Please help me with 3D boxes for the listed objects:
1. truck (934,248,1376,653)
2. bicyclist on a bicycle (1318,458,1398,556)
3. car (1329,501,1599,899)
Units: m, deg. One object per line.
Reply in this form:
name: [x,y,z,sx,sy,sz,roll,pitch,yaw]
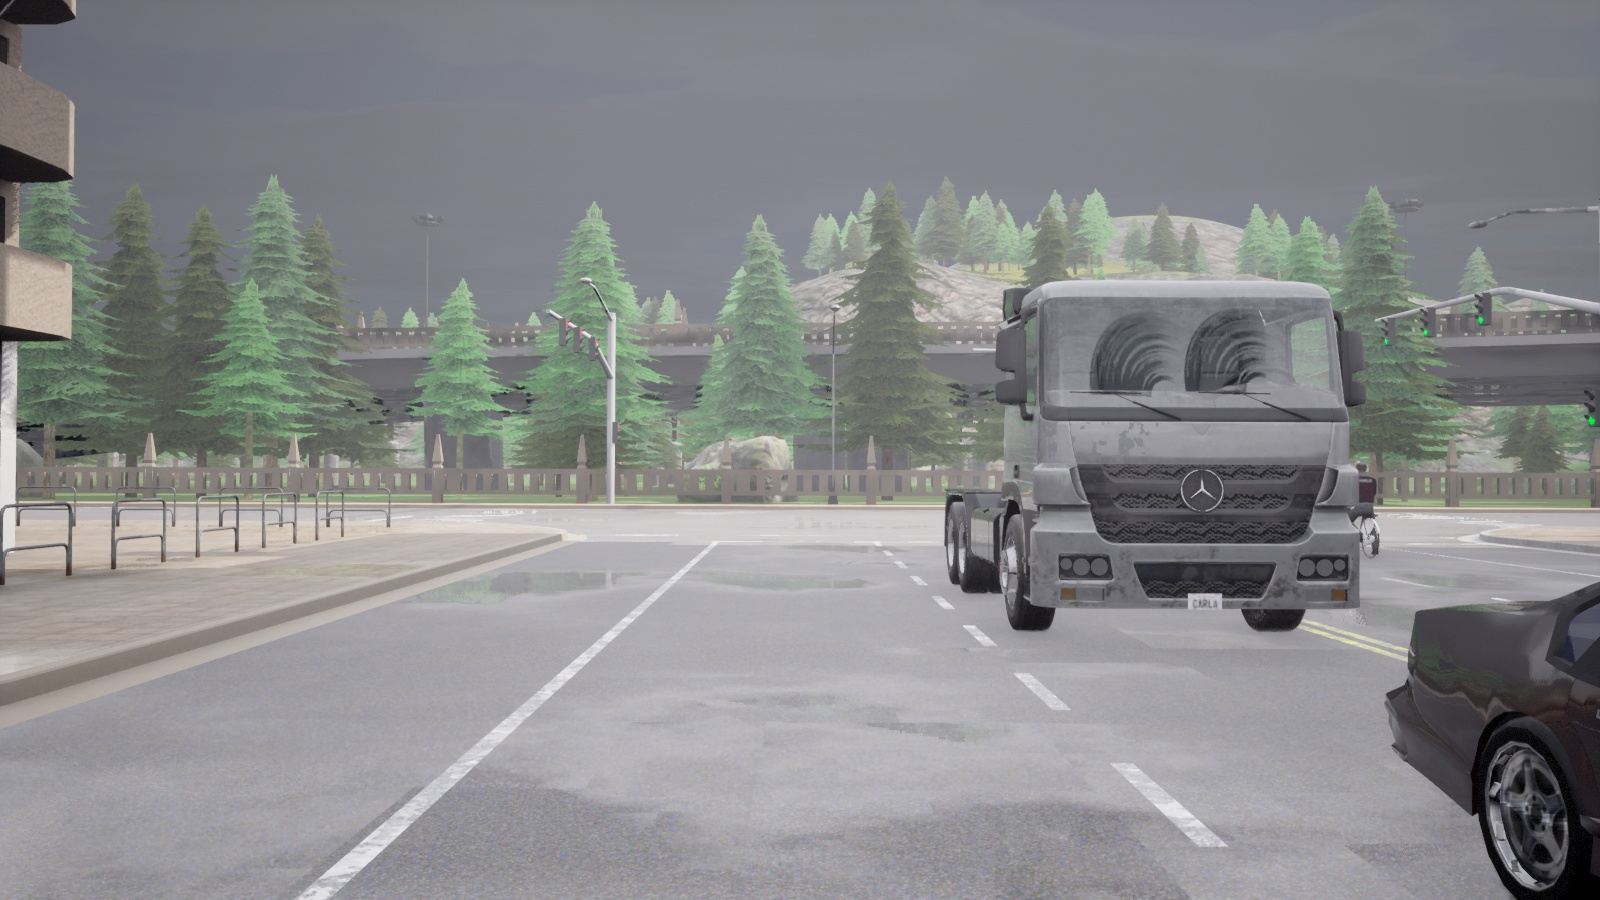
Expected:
truck: [3.461,0.066,14.732,2.891,3.462,7.936,0,-1,0]
bicyclist on a bicycle: [10.443,1.038,23.565,0.659,1.776,1.843,0,0,0]
car: [3.492,0.901,3.169,2.033,1.411,5.357,0,-1,0]
